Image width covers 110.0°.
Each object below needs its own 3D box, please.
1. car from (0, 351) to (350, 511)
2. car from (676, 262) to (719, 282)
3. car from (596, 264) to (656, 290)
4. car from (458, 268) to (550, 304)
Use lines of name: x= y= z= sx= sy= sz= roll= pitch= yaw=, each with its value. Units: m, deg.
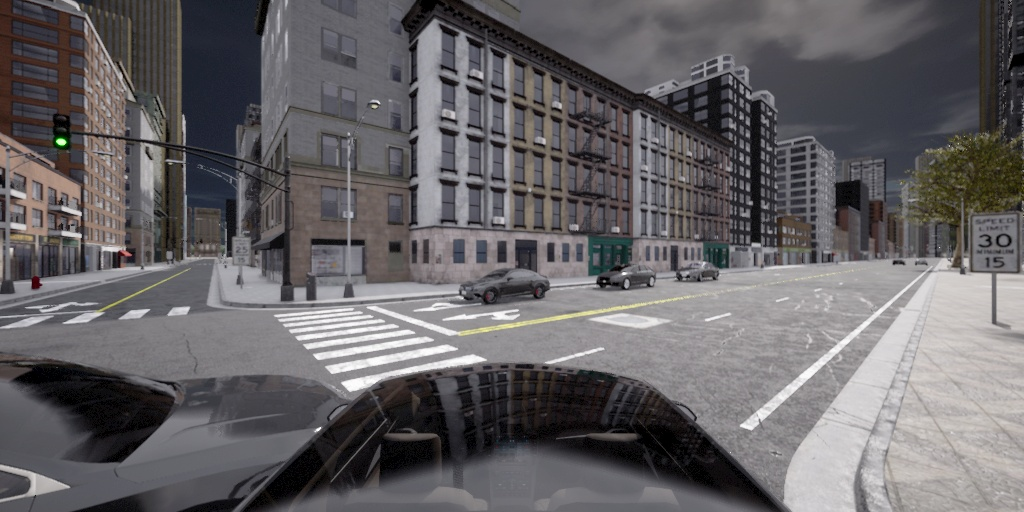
car: x=-3.242 y=1.256 z=1.617 sx=4.892 sy=1.490 sz=1.837 roll=0 pitch=0 yaw=-35
car: x=15.311 y=1.245 z=29.507 sx=4.902 sy=1.511 sz=2.128 roll=0 pitch=0 yaw=-40
car: x=7.379 y=1.265 z=22.941 sx=4.892 sy=1.490 sz=1.837 roll=0 pitch=0 yaw=-40
car: x=-0.237 y=1.291 z=16.625 sx=4.674 sy=1.442 sz=1.812 roll=0 pitch=0 yaw=-40
